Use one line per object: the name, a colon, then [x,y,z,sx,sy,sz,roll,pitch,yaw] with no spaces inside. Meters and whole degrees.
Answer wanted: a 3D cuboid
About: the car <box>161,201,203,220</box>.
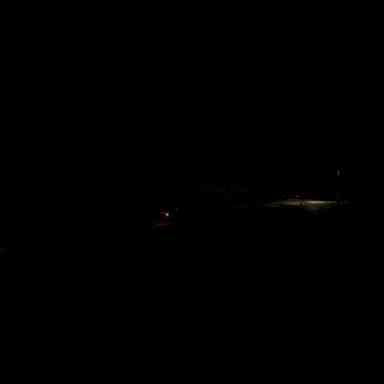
car: [-0.768,1.486,27.929,1.837,1.490,4.892,1,0,28]
